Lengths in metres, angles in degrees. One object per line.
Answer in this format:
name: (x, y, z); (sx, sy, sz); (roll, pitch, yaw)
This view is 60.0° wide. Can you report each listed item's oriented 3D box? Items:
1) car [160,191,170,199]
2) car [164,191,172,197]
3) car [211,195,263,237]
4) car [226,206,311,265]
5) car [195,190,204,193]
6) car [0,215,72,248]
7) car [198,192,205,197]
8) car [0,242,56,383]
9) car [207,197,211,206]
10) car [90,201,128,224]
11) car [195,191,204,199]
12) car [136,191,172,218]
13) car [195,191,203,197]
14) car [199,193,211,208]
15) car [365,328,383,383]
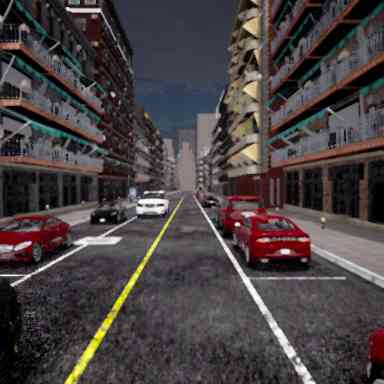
car: (-5.990, 0.640, 73.435); (1.967, 1.590, 4.097); (-1, 1, -1)
car: (-6.093, 0.519, 84.737); (1.967, 1.590, 4.097); (-1, 1, -1)
car: (2.376, 1.113, 16.633); (2.192, 1.841, 5.009); (-1, 1, -1)
car: (2.431, 1.407, 10.973); (1.887, 1.381, 4.507); (-1, 1, -1)
car: (1.879, 0.487, 73.272); (2.192, 1.841, 5.009); (-1, 1, -1)
car: (-5.418, 1.470, 11.280); (1.802, 1.307, 4.206); (-1, 1, -1)
car: (2.120, 1.026, 44.955); (1.887, 1.381, 4.507); (-1, 1, -1)
car: (-2.859, 1.478, 1.898); (2.128, 1.511, 4.902); (0, 1, -1)
car: (2.328, 1.285, 22.300); (2.008, 1.369, 4.403); (-1, 1, -1)
car: (-5.522, 1.326, 22.581); (1.947, 1.339, 4.313); (-1, 1, -1)
car: (2.017, 0.908, 56.283); (2.008, 1.369, 4.403); (-1, 1, -1)
car: (-3.036, 0.928, 26.664); (2.150, 2.045, 5.566); (0, 0, 0)
car: (1.793, 0.491, 84.600); (1.967, 1.590, 4.097); (-1, 1, -1)
car: (2.172, 1.110, 39.291); (1.947, 1.339, 4.313); (-1, 1, -1)
car: (2.519, 1.517, 1.422); (1.887, 1.381, 4.507); (-1, 1, -1)
